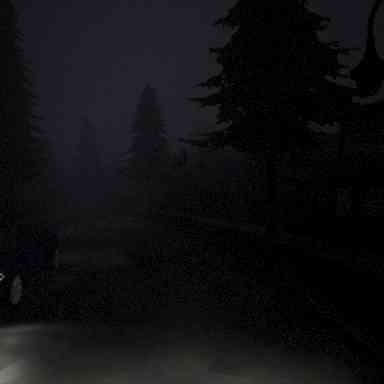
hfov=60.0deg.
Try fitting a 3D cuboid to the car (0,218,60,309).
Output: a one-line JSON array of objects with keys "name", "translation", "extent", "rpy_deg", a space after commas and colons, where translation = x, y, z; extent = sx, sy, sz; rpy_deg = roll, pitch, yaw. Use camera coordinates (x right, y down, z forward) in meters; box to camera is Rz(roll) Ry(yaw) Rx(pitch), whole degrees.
[{"name": "car", "translation": [-4.525, 1.447, 7.827], "extent": [1.882, 1.535, 5.008], "rpy_deg": [0, 0, -9]}]
